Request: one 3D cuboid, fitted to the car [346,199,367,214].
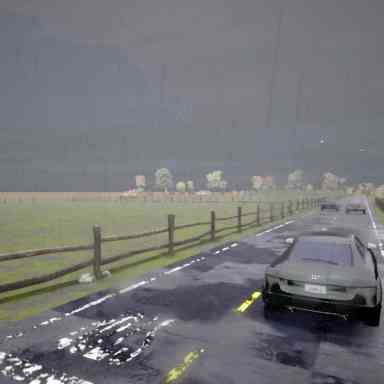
[{"bbox_3d":[17.433,1.535,35.337,2.033,1.411,5.357,0,0,27],"label":"car"}]

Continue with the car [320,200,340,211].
[{"bbox_3d":[16.564,1.585,39.790,1.895,1.301,4.718,0,0,27],"label":"car"}]

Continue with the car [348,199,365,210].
[{"bbox_3d":[21.909,1.587,44.175,1.895,1.301,4.718,0,0,27],"label":"car"}]

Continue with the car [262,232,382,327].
[{"bbox_3d":[2.944,1.561,7.248,1.994,1.385,4.181,0,0,27],"label":"car"}]
